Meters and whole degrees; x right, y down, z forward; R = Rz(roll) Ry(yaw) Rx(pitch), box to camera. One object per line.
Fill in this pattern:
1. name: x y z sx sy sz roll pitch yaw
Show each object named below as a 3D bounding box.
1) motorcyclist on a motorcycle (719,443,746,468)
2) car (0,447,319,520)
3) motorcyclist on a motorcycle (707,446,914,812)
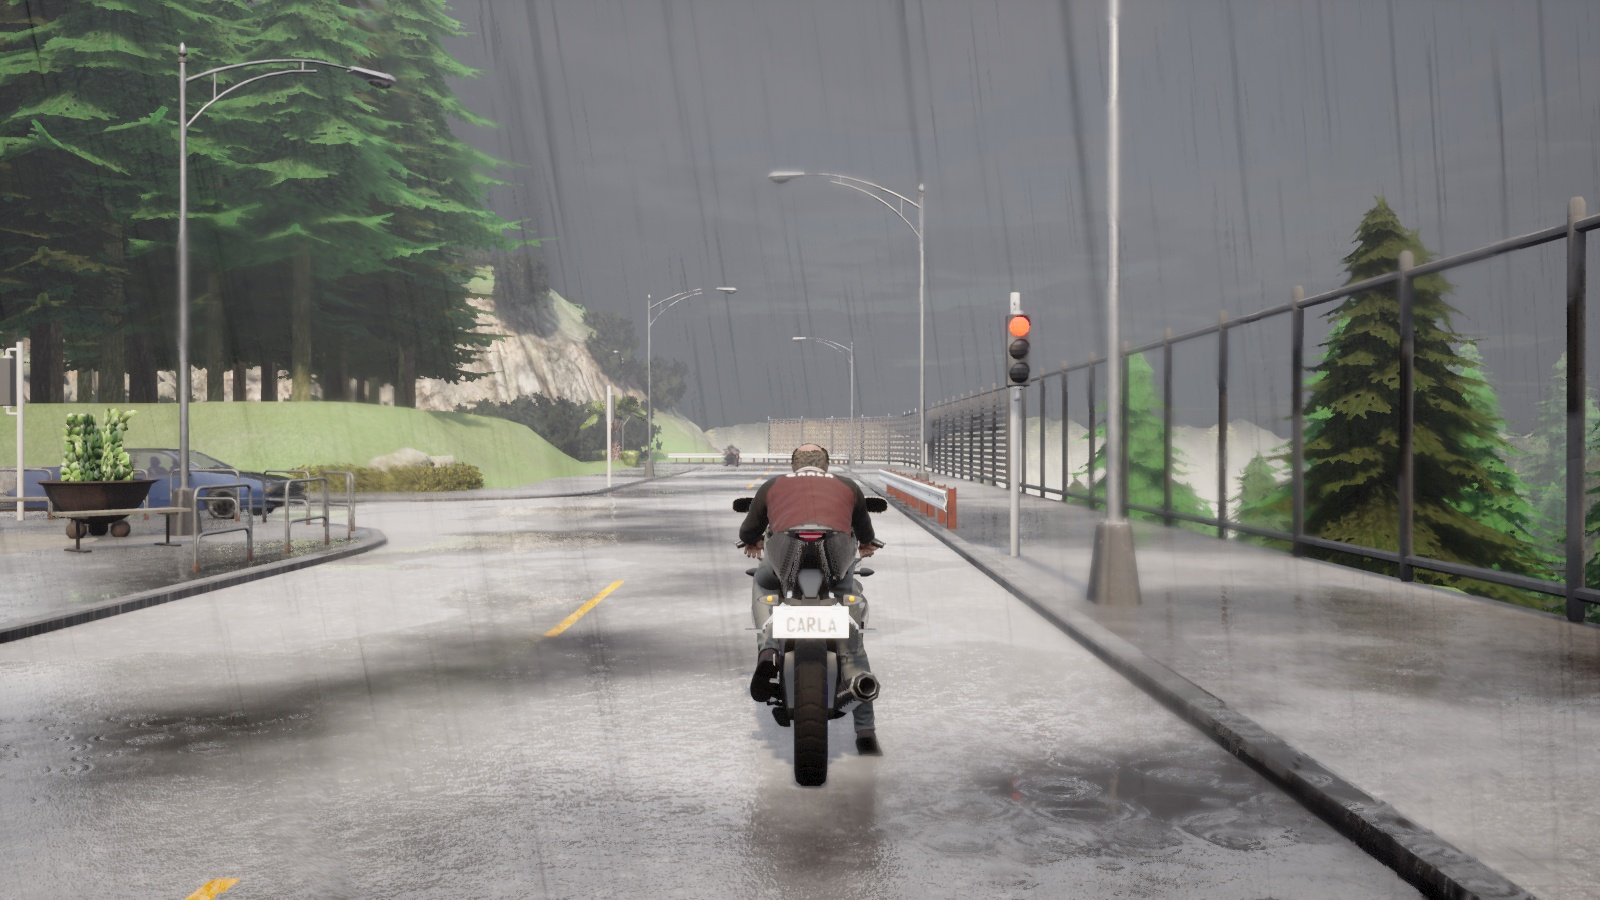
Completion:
1. motorcyclist on a motorcycle: -4.203 0.339 78.050 0.866 1.530 2.191 -2 1 -26
2. car: -12.728 0.641 25.202 5.357 1.411 2.033 0 0 0
3. motorcyclist on a motorcycle: 0.051 0.746 6.361 0.866 1.530 2.191 0 0 0
